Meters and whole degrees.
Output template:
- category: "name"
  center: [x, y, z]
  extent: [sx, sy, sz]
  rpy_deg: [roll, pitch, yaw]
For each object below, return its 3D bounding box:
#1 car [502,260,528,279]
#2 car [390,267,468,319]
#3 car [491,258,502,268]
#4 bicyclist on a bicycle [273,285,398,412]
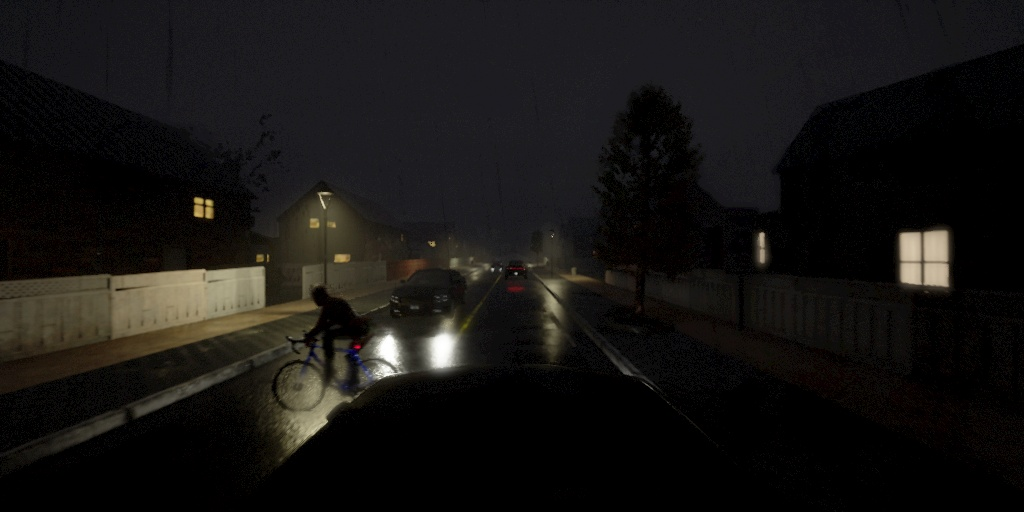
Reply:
- category: "car"
  center: [0.348, 1.151, 31.315]
  extent: [1.837, 1.490, 4.892]
  rpy_deg: [0, 0, 0]
- category: "car"
  center: [-2.761, 1.189, 12.825]
  extent: [1.882, 1.535, 5.008]
  rpy_deg: [0, 1, 1]
- category: "car"
  center: [-2.295, 1.095, 56.325]
  extent: [2.033, 1.411, 5.357]
  rpy_deg: [0, 0, 1]
- category: "bicyclist on a bicycle"
  center: [-2.255, 1.192, 4.577]
  extent: [1.656, 1.620, 0.582]
  rpy_deg: [-2, 0, 0]
